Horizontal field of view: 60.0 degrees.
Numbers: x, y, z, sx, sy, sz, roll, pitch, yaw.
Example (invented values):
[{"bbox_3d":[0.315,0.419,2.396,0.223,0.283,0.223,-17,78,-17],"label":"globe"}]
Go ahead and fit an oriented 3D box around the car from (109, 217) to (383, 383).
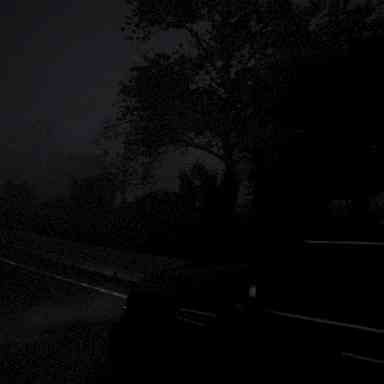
[{"bbox_3d":[1.752,1.221,2.807,5.566,2.045,2.150,-1,-1,36],"label":"car"}]
